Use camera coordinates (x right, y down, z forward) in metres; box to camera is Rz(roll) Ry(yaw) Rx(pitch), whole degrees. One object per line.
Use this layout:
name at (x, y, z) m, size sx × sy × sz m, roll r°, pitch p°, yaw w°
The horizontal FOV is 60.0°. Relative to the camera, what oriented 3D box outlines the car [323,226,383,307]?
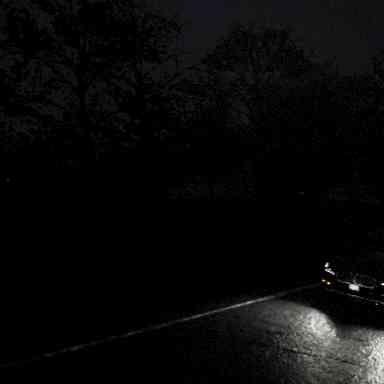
car at (4.978, 1.582, 7.773) m, size 4.892 × 1.490 × 1.837 m, roll 1°, pitch -1°, yaw -38°
